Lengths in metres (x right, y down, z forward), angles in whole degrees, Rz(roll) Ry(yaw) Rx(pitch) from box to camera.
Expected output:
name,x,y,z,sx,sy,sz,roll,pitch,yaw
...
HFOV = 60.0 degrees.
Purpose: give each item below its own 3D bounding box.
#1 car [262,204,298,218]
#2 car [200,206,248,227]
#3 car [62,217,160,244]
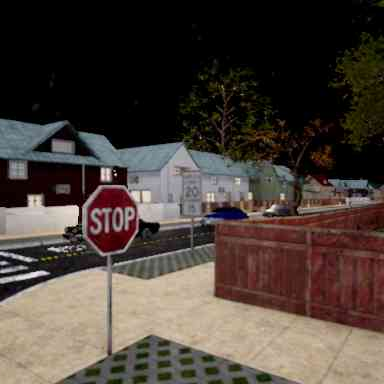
name,x,y,z,sx,sy,sz,roll,pitch,yaw
car,8.829,1.923,32.887,2.033,1.411,5.357,0,-1,37
car,2.487,1.802,24.474,1.812,1.442,4.674,0,-1,37
car,-3.769,1.777,16.106,1.895,1.301,4.718,0,-1,36
